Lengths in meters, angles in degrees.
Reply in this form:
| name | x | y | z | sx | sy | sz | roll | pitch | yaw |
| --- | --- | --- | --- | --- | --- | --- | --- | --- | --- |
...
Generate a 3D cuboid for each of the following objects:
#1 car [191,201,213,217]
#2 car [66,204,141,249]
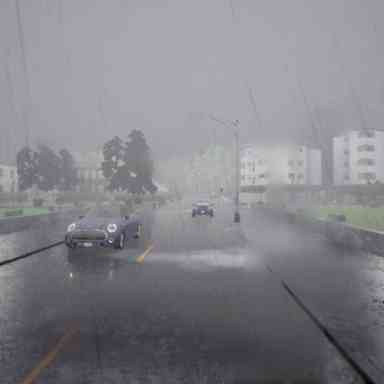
| name | x | y | z | sx | sy | sz | roll | pitch | yaw |
| --- | --- | --- | --- | --- | --- | --- | --- | --- | --- |
| car | 0.995 | 1.549 | 31.119 | 1.812 | 1.442 | 4.674 | 0 | 0 | 2 |
| car | -3.686 | 1.363 | 14.546 | 2.097 | 1.767 | 4.553 | 0 | 0 | 4 |
